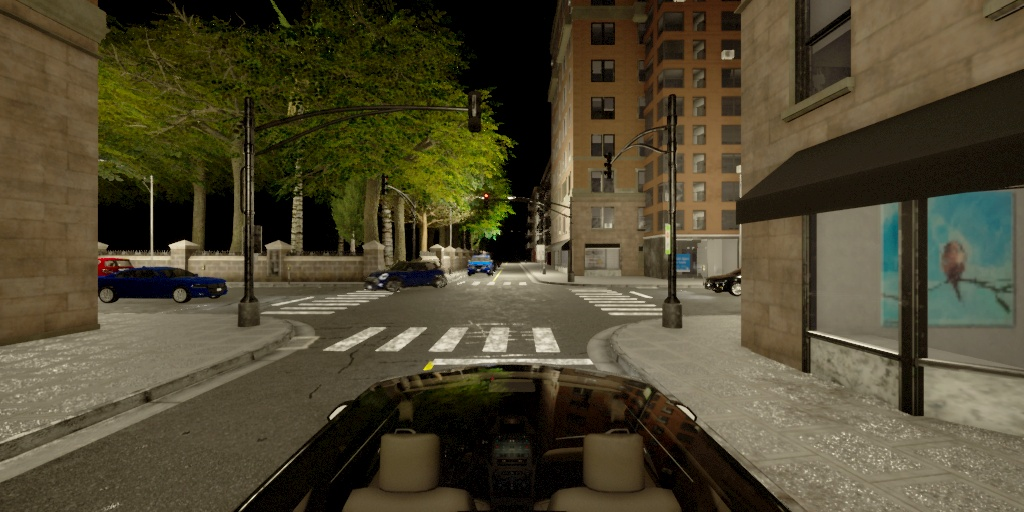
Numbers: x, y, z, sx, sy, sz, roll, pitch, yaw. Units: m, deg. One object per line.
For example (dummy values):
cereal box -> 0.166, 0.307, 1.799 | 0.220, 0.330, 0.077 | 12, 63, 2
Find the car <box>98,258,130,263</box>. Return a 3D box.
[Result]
car -> -25.923, 1.035, 21.800 | 5.009, 1.841, 2.192 | 0, 0, 1

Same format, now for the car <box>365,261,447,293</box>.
car -> -6.109, 1.097, 20.932 | 2.097, 1.767, 4.553 | -1, 0, 42

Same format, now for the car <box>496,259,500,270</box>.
car -> -3.033, 1.180, 47.793 | 1.882, 1.535, 5.008 | 0, 0, 0

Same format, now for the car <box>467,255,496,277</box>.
car -> -3.051, 0.948, 35.213 | 2.150, 2.045, 5.566 | 0, 0, 0

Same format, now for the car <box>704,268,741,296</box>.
car -> 12.689, 1.271, 18.705 | 4.892, 1.490, 1.837 | 0, 0, 1

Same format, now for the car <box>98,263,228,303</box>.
car -> -15.472, 1.212, 15.883 | 5.008, 1.535, 1.882 | 0, 0, 0

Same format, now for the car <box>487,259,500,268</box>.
car -> -2.994, 1.241, 60.236 | 1.994, 1.385, 4.181 | 0, 0, 0
